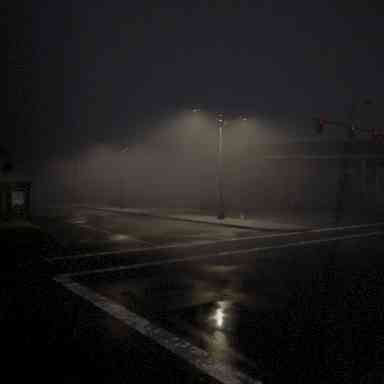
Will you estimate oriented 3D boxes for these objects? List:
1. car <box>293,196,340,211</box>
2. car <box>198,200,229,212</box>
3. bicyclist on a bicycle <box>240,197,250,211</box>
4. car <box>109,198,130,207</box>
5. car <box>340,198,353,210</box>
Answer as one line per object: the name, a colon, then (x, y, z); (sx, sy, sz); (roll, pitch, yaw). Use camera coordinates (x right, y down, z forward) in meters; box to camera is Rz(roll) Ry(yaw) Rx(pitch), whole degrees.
car: (13.850, 1.295, 38.107); (2.242, 1.667, 4.611); (0, 0, -35)
car: (2.368, 1.564, 38.193); (1.994, 1.385, 4.181); (0, 0, -29)
bicyclist on a bicycle: (6.271, 1.430, 39.743); (1.656, 1.620, 0.582); (-6, -7, -37)
car: (-11.145, 1.564, 50.702); (1.994, 1.385, 4.181); (0, 0, -35)
car: (18.112, 1.455, 42.034); (1.970, 1.475, 3.806); (0, 0, -35)
